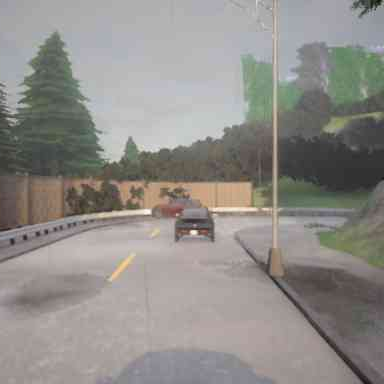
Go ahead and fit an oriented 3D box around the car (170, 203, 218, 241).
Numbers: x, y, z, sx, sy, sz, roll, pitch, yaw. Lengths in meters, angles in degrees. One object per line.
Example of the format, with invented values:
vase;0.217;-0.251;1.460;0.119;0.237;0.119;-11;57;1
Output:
car;0.210;1.489;16.584;1.837;1.490;4.892;0;0;3

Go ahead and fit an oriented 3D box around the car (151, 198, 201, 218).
car;-1.077;1.279;26.770;4.553;1.767;2.097;2;1;33
